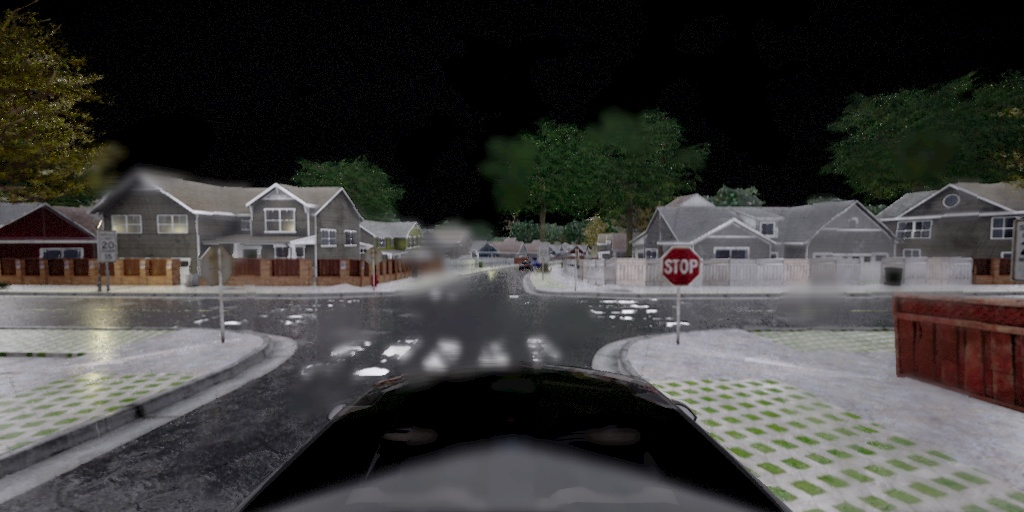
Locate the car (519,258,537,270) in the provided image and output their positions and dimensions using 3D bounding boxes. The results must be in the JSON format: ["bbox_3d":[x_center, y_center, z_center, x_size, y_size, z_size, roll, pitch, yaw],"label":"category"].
[{"bbox_3d":[2.310,1.489,56.867,1.837,1.490,4.892,0,0,11],"label":"car"}]
